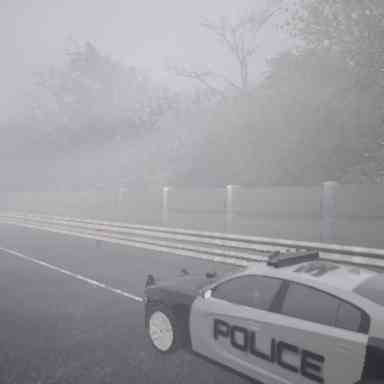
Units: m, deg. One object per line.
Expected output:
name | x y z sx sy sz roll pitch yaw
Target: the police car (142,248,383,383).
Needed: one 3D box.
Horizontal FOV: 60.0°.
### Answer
police car | 1.239 1.624 4.569 1.930 1.638 5.238 3 -3 -45
